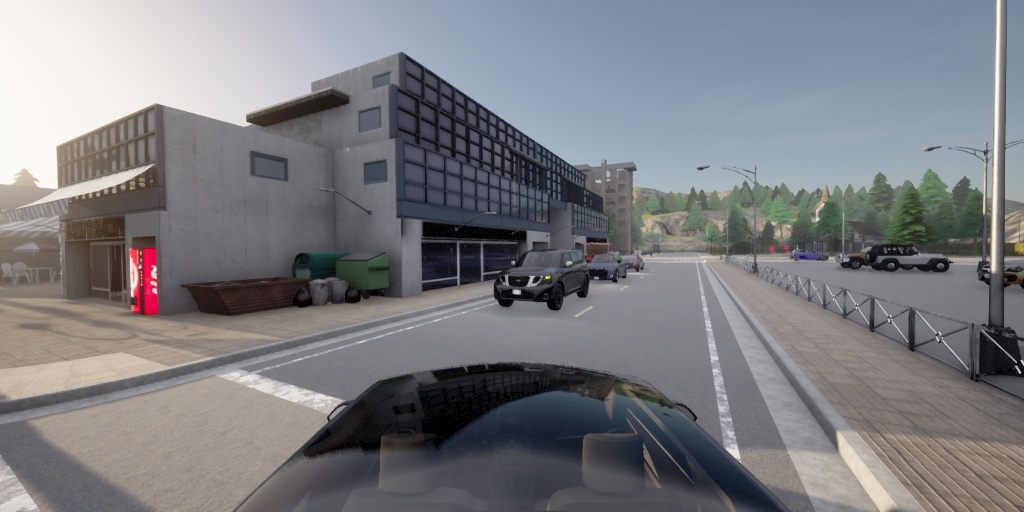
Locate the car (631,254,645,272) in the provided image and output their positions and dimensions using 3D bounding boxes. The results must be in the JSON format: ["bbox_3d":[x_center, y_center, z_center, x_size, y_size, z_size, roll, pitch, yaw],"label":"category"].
[{"bbox_3d":[10.496,0.567,31.730,1.812,1.442,4.674,0,1,27],"label":"car"}]

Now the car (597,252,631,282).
[{"bbox_3d":[5.855,0.633,22.610,2.097,1.767,4.553,0,1,27],"label":"car"}]

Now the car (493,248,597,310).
[{"bbox_3d":[1.399,0.733,13.841,2.150,2.045,5.566,0,1,27],"label":"car"}]
